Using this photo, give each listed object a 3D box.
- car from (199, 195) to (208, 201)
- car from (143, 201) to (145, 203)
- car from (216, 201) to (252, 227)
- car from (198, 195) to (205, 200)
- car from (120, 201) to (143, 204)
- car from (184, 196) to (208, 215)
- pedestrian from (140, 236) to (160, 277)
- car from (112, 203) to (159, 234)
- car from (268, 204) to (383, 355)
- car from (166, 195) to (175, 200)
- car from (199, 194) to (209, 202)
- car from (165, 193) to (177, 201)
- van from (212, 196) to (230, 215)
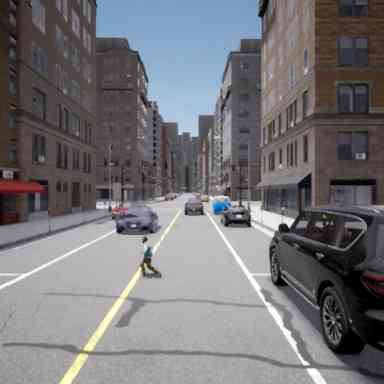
[{"bbox_3d":[2.797,1.497,83.877,2.008,1.369,4.403,0,0,-1],"label":"car"},{"bbox_3d":[-5.550,1.547,33.657,1.947,1.339,4.313,0,0,0],"label":"car"},{"bbox_3d":[2.936,1.553,22.739,1.947,1.339,4.313,0,0,0],"label":"car"},{"bbox_3d":[2.686,1.478,94.929,1.887,1.381,4.507,0,0,-1],"label":"car"},{"bbox_3d":[-5.570,1.566,28.206,1.802,1.307,4.206,0,0,0],"label":"car"},{"bbox_3d":[0.210,1.472,33.721,2.128,1.511,4.902,0,0,0],"label":"car"},{"bbox_3d":[-1.176,1.670,8.738,0.500,1.100,0.500,0,0,-10],"label":"pedestrian"},{"bbox_3d":[-3.030,1.552,19.178,1.994,1.385,4.181,0,0,0],"label":"car"},{"bbox_3d":[3.022,1.220,6.213,2.150,2.045,5.566,0,0,0],"label":"car"},{"bbox_3d":[-5.784,1.491,89.318,2.008,1.369,4.403,0,0,-1],"label":"car"},{"bbox_3d":[2.908,1.482,72.996,1.752,1.417,4.829,0,0,-1],"label":"car"},{"bbox_3d":[-5.728,1.261,83.791,2.192,1.841,5.009,0,0,-1],"label":"car"},{"bbox_3d":[2.974,1.323,33.636,1.690,1.788,3.998,0,0,0],"label":"van"}]
